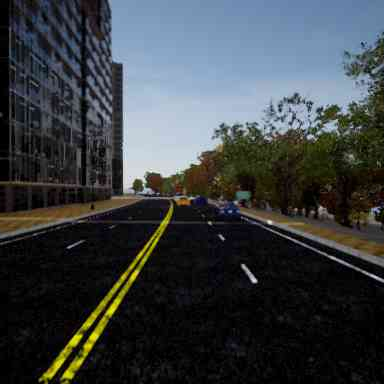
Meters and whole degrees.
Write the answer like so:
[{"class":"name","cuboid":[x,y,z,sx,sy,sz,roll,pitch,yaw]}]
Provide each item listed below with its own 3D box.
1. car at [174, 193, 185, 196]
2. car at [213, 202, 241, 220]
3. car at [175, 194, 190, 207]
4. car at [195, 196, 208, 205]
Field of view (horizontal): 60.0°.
[{"class":"car","cuboid":[-2.275,1.184,64.383,2.150,2.045,5.566,0,0,-4]},{"class":"car","cuboid":[2.846,1.538,27.608,2.033,1.411,5.357,0,0,-1]},{"class":"car","cuboid":[-1.330,1.456,50.539,1.882,1.535,5.008,0,0,-3]},{"class":"car","cuboid":[1.526,1.448,56.179,1.882,1.535,5.008,0,0,-3]}]
